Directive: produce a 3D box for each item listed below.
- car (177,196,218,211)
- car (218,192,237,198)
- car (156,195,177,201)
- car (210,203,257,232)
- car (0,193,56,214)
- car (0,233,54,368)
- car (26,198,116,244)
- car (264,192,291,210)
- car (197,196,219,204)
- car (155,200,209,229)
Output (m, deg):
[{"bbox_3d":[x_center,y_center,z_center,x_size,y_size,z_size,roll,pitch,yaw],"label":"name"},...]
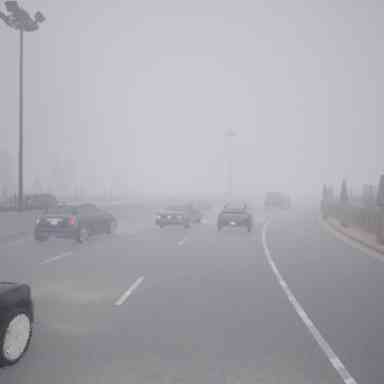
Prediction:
[{"bbox_3d":[0.711,1.399,35.726,2.033,1.411,5.357,0,0,24],"label":"car"},{"bbox_3d":[5.970,1.009,58.850,2.150,2.045,5.566,0,0,37],"label":"car"},{"bbox_3d":[-4.115,1.332,56.597,1.837,1.490,4.892,0,0,33],"label":"car"},{"bbox_3d":[2.688,1.400,19.580,2.128,1.511,4.902,0,0,14],"label":"car"},{"bbox_3d":[-11.262,1.130,22.376,2.150,2.045,5.566,0,0,14],"label":"car"},{"bbox_3d":[-3.234,1.459,2.720,1.882,1.535,5.008,0,0,2],"label":"car"},{"bbox_3d":[-5.274,1.280,15.691,2.097,1.767,4.553,0,0,10],"label":"car"},{"bbox_3d":[10.058,1.036,39.030,2.150,2.045,5.566,0,0,28],"label":"car"},{"bbox_3d":[3.015,1.362,60.727,1.994,1.385,4.181,0,0,37],"label":"car"},{"bbox_3d":[-0.650,1.453,20.932,2.033,1.411,5.357,0,0,14],"label":"car"}]
